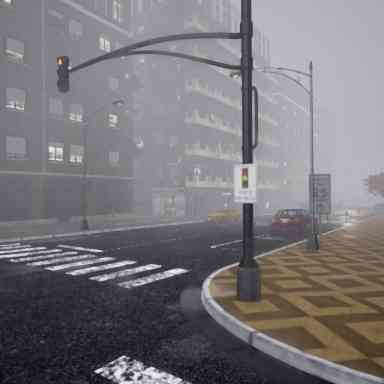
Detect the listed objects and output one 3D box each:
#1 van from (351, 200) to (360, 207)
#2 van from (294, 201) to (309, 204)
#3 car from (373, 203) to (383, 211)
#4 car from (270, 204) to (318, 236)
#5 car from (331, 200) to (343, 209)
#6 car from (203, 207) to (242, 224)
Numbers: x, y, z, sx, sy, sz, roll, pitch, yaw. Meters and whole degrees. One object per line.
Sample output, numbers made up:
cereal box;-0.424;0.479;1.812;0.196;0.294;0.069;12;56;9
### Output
van;42.042;2.882;85.392;1.690;1.788;3.998;-2;-2;35
van;15.959;2.173;48.483;1.690;1.788;3.998;-2;-2;35
car;32.543;2.583;57.508;1.947;1.339;4.313;-2;-2;35
car;6.423;1.750;20.628;1.967;1.590;4.097;-2;-2;35
car;29.018;2.501;66.926;2.192;1.841;5.009;-2;-2;35
car;2.804;2.002;29.898;1.752;1.417;4.829;-2;-2;35
